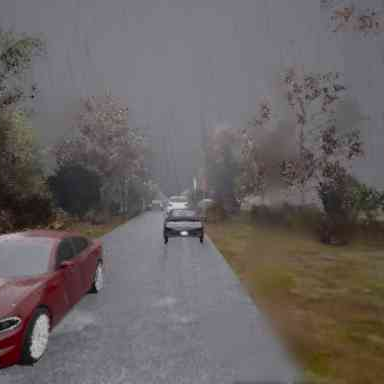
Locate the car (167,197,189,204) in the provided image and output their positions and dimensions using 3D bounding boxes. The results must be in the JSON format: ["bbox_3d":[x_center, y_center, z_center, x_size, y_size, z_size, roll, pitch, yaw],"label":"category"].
[{"bbox_3d":[-1.503,1.507,35.853,2.150,2.045,5.566,0,-1,-3],"label":"car"}]

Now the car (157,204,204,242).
[{"bbox_3d":[-0.446,1.560,16.626,2.128,1.511,4.902,0,0,-3],"label":"car"}]

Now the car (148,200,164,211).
[{"bbox_3d":[-5.115,1.871,47.887,2.097,1.767,4.553,0,-1,-3],"label":"car"}]

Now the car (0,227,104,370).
[{"bbox_3d":[-2.982,1.489,6.020,1.882,1.535,5.008,1,0,-1],"label":"car"}]
